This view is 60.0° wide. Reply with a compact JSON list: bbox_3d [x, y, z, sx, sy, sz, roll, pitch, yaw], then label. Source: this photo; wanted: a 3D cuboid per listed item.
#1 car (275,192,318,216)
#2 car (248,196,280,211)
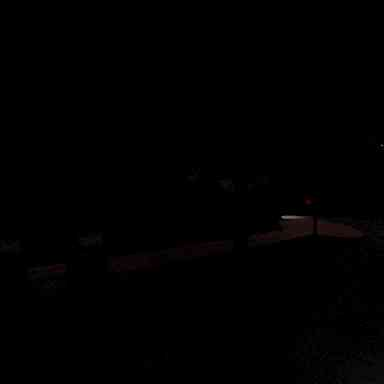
[{"bbox_3d":[8.793,1.064,31.057,5.566,2.045,2.150,0,0,42],"label":"car"},{"bbox_3d":[4.895,1.348,29.594,4.892,1.490,1.837,0,0,42],"label":"car"}]
